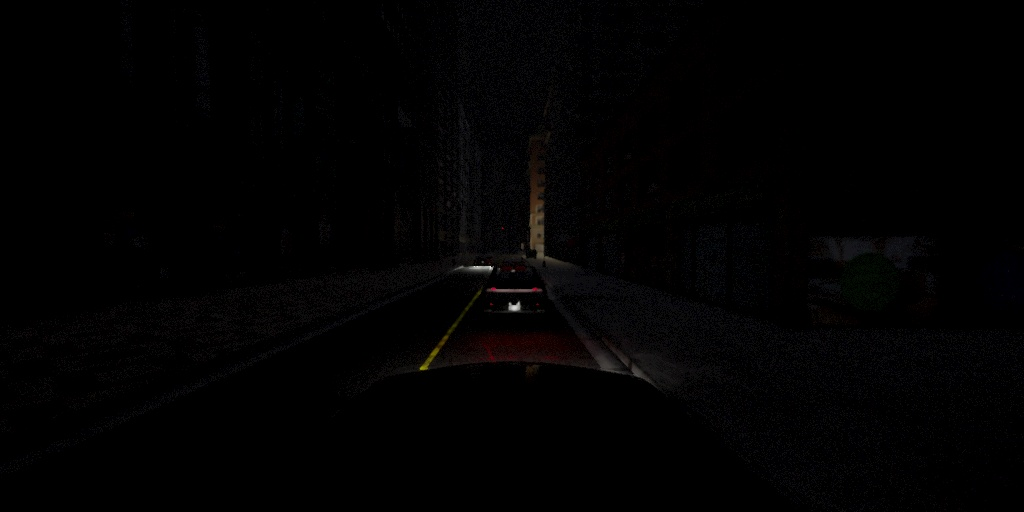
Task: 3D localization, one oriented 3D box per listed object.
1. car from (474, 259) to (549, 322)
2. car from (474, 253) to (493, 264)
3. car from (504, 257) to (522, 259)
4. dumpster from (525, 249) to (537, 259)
[{"bbox_3d":[0.073,1.017,11.300,2.128,1.511,4.902,0,1,0],"label":"car"},{"bbox_3d":[-3.089,0.409,39.742,1.994,1.385,4.181,0,1,0],"label":"car"},{"bbox_3d":[0.088,0.714,28.648,1.895,1.301,4.718,0,1,0],"label":"car"},{"bbox_3d":[3.145,-0.226,59.045,1.020,1.700,1.940,0,0,0],"label":"dumpster"}]
